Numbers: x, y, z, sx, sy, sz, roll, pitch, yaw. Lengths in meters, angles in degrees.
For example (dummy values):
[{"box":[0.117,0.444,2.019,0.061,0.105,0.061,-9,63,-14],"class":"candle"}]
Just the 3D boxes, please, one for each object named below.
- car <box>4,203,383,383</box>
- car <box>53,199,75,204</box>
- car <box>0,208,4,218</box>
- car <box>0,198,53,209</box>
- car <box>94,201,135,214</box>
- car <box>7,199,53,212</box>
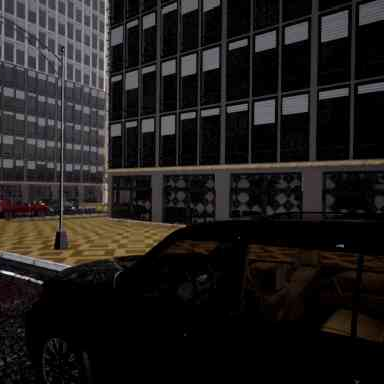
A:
[{"box":[0.699,1.221,3.184,5.566,2.045,2.150,0,0,36],"class":"car"},{"box":[-16.230,1.684,40.605,1.837,1.490,4.892,1,0,37],"class":"car"},{"box":[-7.283,1.347,8.905,4.553,1.767,2.097,0,0,36],"class":"car"},{"box":[-16.126,1.518,31.048,2.192,1.841,5.009,1,0,37],"class":"car"},{"box":[-9.301,1.829,40.239,1.752,1.417,4.829,1,0,37],"class":"car"},{"box":[-19.596,1.642,40.433,1.752,1.417,4.829,1,0,37],"class":"car"}]
